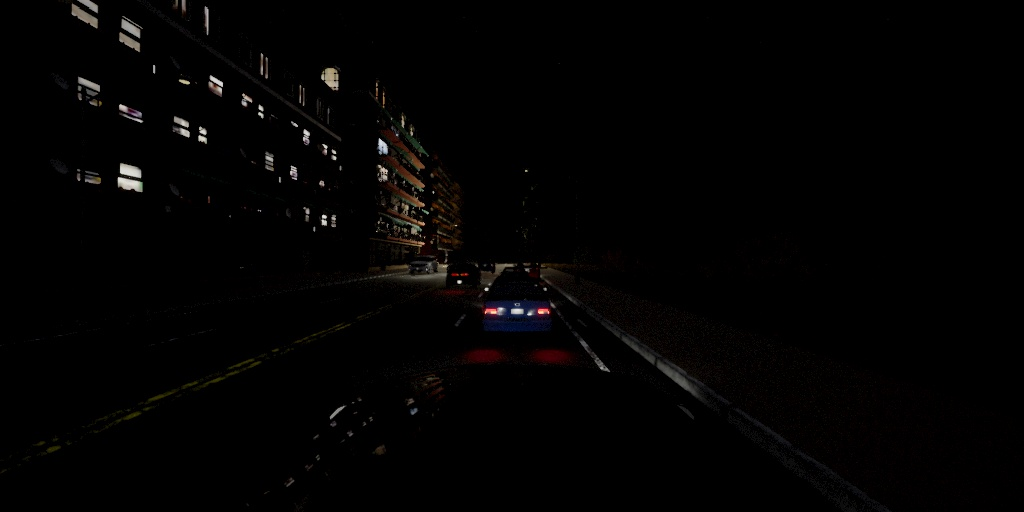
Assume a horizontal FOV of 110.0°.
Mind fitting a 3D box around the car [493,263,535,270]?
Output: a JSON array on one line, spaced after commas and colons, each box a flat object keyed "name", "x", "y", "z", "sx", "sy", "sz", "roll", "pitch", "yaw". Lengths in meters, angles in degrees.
[{"name": "car", "x": 0.128, "y": 1.317, "z": 20.946, "sx": 1.994, "sy": 1.385, "sz": 4.181, "roll": 0, "pitch": 0, "yaw": 1}]

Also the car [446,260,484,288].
[{"name": "car", "x": -3.112, "y": 1.260, "z": 23.697, "sx": 1.837, "sy": 1.490, "sz": 4.892, "roll": 0, "pitch": 0, "yaw": 0}]

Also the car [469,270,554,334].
[{"name": "car", "x": 0.117, "y": 1.299, "z": 10.613, "sx": 2.033, "sy": 1.411, "sz": 5.357, "roll": 0, "pitch": 0, "yaw": 0}]

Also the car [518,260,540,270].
[{"name": "car", "x": 1.188, "y": 1.105, "z": 29.880, "sx": 2.097, "sy": 1.767, "sz": 4.553, "roll": 0, "pitch": 0, "yaw": 0}]

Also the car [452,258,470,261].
[{"name": "car", "x": -6.527, "y": 1.258, "z": 42.281, "sx": 1.837, "sy": 1.490, "sz": 4.892, "roll": 0, "pitch": 0, "yaw": 0}]

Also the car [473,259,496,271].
[{"name": "car", "x": -3.072, "y": 1.109, "z": 43.227, "sx": 2.097, "sy": 1.767, "sz": 4.553, "roll": 0, "pitch": 0, "yaw": 0}]

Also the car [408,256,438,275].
[{"name": "car", "x": -9.781, "y": 0.975, "z": 39.885, "sx": 2.150, "sy": 2.045, "sz": 5.566, "roll": 0, "pitch": 0, "yaw": 0}]
